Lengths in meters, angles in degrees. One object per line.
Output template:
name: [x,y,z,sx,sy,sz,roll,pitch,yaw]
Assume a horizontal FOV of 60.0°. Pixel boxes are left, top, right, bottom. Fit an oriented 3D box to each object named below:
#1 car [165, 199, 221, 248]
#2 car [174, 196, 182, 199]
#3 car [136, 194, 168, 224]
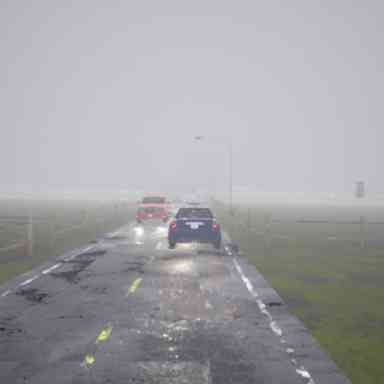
car: [0.103,1.356,15.015,2.097,1.767,4.553,0,0,0]
car: [-2.752,1.517,65.627,1.882,1.535,5.008,0,0,0]
car: [-2.843,1.226,25.401,2.150,2.045,5.566,0,0,0]
